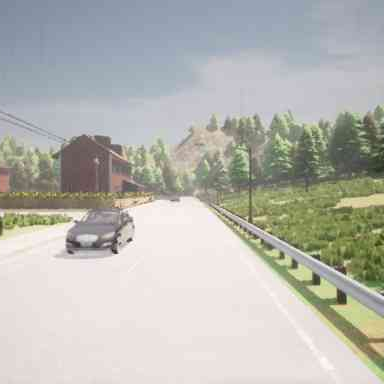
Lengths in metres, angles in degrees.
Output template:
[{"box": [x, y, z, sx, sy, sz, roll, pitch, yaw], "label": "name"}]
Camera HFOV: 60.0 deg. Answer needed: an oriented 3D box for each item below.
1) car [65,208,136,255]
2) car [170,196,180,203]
[{"box": [-3.500, 1.437, 13.454, 2.128, 1.511, 4.902, 0, 0, 0], "label": "car"}, {"box": [-3.500, 1.476, 69.377, 2.033, 1.411, 5.357, 0, 0, 0], "label": "car"}]
